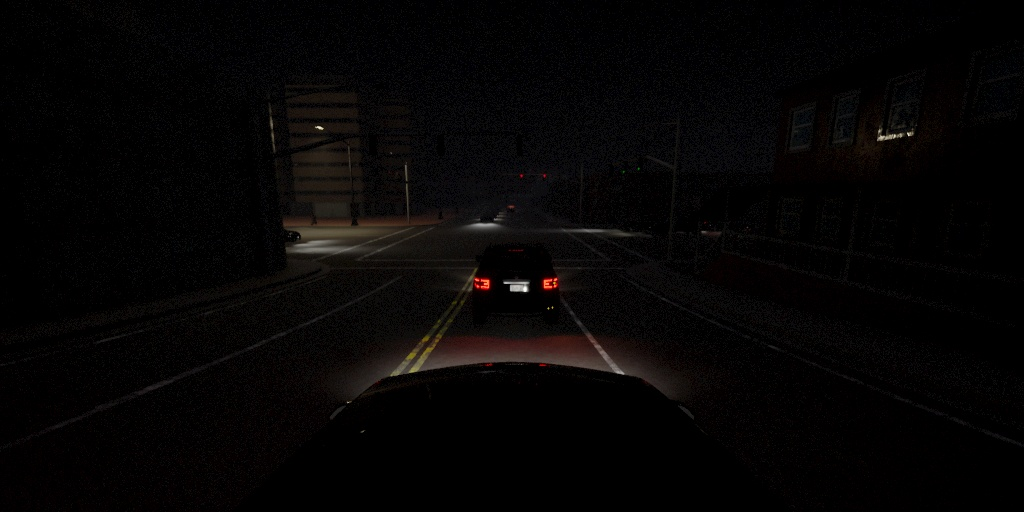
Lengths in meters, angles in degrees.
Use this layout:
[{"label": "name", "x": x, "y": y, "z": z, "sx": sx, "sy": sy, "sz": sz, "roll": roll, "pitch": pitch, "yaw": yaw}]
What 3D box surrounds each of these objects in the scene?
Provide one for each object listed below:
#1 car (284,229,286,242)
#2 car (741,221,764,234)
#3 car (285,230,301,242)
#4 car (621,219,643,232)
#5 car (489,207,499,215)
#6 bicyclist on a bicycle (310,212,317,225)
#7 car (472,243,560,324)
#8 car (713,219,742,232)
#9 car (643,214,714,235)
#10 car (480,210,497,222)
[{"label": "car", "x": -19.906, "y": -1.219, "z": 26.153, "sx": 4.902, "sy": 1.511, "sz": 2.128, "roll": 0, "pitch": 10, "yaw": 0}, {"label": "car", "x": 26.676, "y": -2.954, "z": 36.670, "sx": 4.674, "sy": 1.442, "sz": 1.812, "roll": 0, "pitch": 10, "yaw": 0}, {"label": "car", "x": -20.101, "y": -1.792, "z": 29.598, "sx": 4.892, "sy": 1.490, "sz": 1.837, "roll": 0, "pitch": 10, "yaw": 0}, {"label": "car", "x": 14.759, "y": -3.476, "z": 40.161, "sx": 4.718, "sy": 1.301, "sz": 1.895, "roll": 0, "pitch": 10, "yaw": 0}, {"label": "car", "x": -3.716, "y": -7.419, "z": 62.839, "sx": 1.812, "sy": 1.442, "sz": 4.674, "roll": 0, "pitch": 10, "yaw": 0}, {"label": "bicyclist on a bicycle", "x": -25.371, "y": -4.762, "z": 45.826, "sx": 0.582, "sy": 1.620, "sz": 1.656, "roll": 0, "pitch": 10, "yaw": 0}, {"label": "car", "x": 0.064, "y": 0.606, "z": 10.710, "sx": 2.150, "sy": 2.045, "sz": 5.566, "roll": 0, "pitch": 4, "yaw": -1}, {"label": "car", "x": 23.837, "y": -3.544, "z": 40.119, "sx": 4.674, "sy": 1.442, "sz": 1.812, "roll": 0, "pitch": 9, "yaw": 0}, {"label": "car", "x": 16.881, "y": -3.260, "z": 36.634, "sx": 5.566, "sy": 2.045, "sz": 2.150, "roll": 0, "pitch": 10, "yaw": 0}, {"label": "car", "x": -3.720, "y": -5.854, "z": 54.091, "sx": 1.895, "sy": 1.301, "sz": 4.718, "roll": 0, "pitch": 10, "yaw": 0}]
